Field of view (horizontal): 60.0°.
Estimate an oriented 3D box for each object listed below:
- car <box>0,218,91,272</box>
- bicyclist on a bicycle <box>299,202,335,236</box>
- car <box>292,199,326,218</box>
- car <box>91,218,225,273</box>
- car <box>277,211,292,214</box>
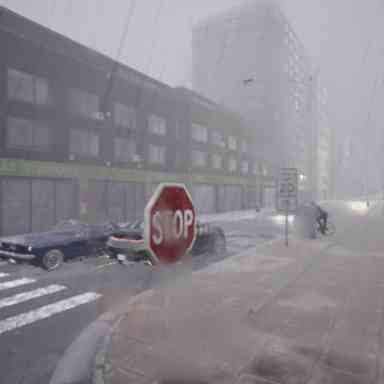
[{"bbox_3d":[-3.847,1.603,11.123,1.895,1.301,4.718,0,0,31],"label":"car"},{"bbox_3d":[6.029,1.303,16.097,1.656,1.620,0.582,0,0,31],"label":"bicyclist on a bicycle"},{"bbox_3d":[10.405,1.521,28.901,1.812,1.442,4.674,0,0,31],"label":"car"},{"bbox_3d":[-0.577,1.495,10.819,2.128,1.511,4.902,0,0,31],"label":"car"},{"bbox_3d":[10.224,1.484,34.261,2.128,1.511,4.902,0,0,31],"label":"car"}]
